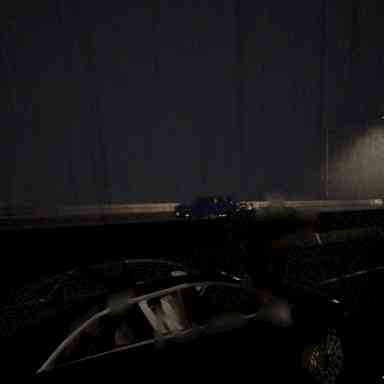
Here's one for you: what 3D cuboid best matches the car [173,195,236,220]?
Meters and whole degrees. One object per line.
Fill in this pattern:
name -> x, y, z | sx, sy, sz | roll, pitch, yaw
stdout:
car -> 1.199, 1.259, 26.230 | 5.566, 2.045, 2.150 | 0, 0, -35

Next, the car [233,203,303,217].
car -> 5.004, 1.564, 20.360 | 4.674, 1.442, 1.812 | 0, 0, -35

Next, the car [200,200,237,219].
car -> 3.362, 1.530, 23.468 | 4.902, 1.511, 2.128 | 0, 0, -35

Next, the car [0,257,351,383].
car -> -0.211, 1.496, 3.583 | 4.902, 1.511, 2.128 | 0, 0, -35
